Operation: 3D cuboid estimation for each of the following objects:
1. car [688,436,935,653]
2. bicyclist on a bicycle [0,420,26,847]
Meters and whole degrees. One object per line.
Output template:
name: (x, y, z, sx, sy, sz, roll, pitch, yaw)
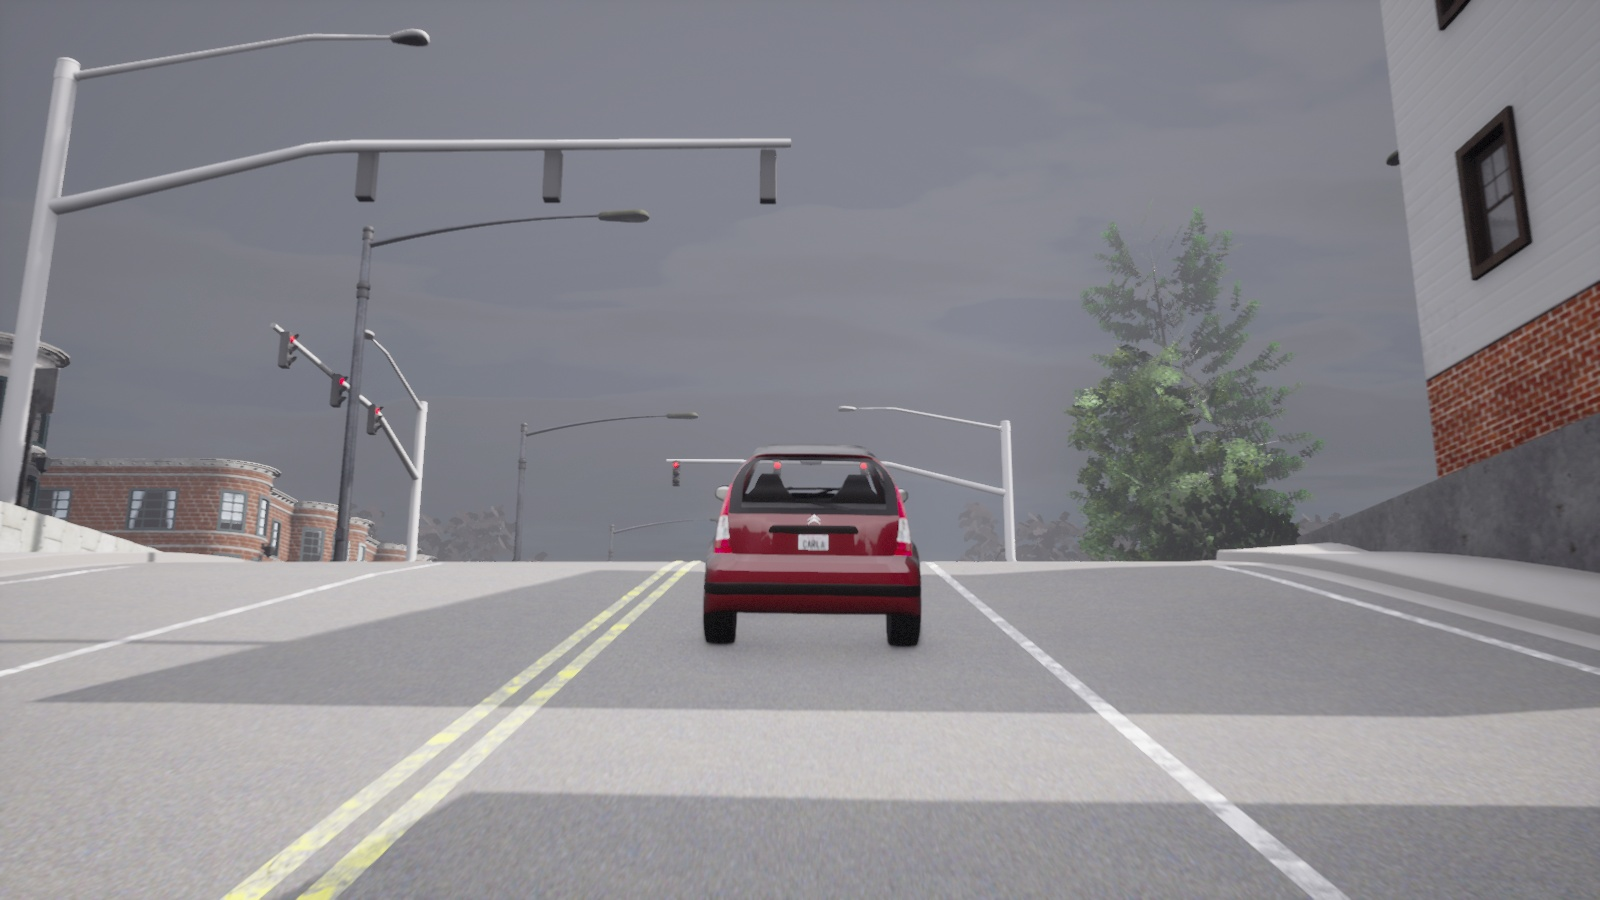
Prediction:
car: (0.091, 0.732, 11.527, 1.851, 1.617, 3.988, 1, 0, 0)
bicyclist on a bicycle: (-3.455, 0.689, 4.139, 0.866, 1.612, 1.509, 0, 0, 1)
